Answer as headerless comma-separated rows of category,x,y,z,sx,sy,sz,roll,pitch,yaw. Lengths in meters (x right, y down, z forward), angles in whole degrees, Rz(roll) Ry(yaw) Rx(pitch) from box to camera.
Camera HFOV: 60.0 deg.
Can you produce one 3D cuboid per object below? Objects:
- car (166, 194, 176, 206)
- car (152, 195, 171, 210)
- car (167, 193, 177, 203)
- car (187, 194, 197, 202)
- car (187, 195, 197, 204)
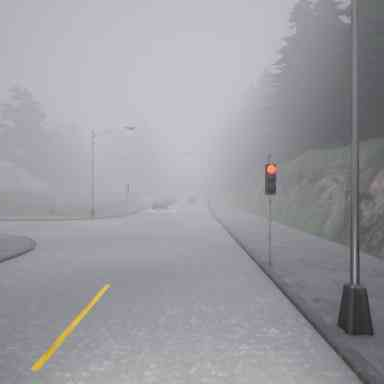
car,-4.128,1.478,53.746,1.882,1.535,5.008,0,0,0
car,-4.115,1.526,43.455,1.812,1.442,4.674,0,0,0
car,-4.086,1.221,64.426,2.150,2.045,5.566,0,0,0
car,-0.049,1.355,73.585,2.097,1.767,4.553,0,0,0
car,0.056,1.478,63.492,1.882,1.535,5.008,0,0,0
